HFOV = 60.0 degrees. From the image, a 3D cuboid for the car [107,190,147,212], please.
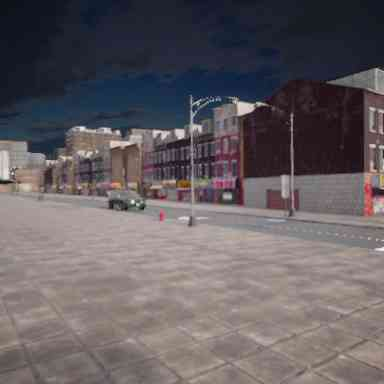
[{"bbox_3d":[-6.615,0.807,33.219,2.150,2.045,5.566,-1,2,-35],"label":"car"}]
